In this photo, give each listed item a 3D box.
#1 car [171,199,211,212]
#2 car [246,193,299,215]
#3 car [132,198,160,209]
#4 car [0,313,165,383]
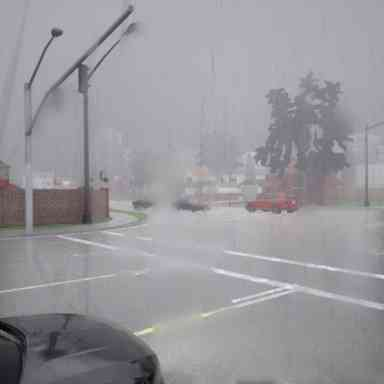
[{"bbox_3d":[-0.233,1.457,37.063,2.033,1.411,5.357,-1,0,-37],"label":"car"},{"bbox_3d":[7.773,1.085,32.632,2.150,2.045,5.566,0,0,-34],"label":"car"},{"bbox_3d":[-6.269,1.517,45.084,1.895,1.301,4.718,-1,0,-37],"label":"car"},{"bbox_3d":[-2.457,1.503,2.002,4.892,1.490,1.837,0,0,-36],"label":"car"}]
